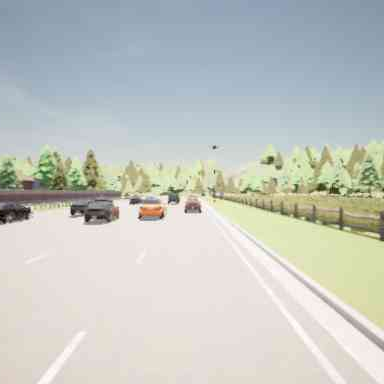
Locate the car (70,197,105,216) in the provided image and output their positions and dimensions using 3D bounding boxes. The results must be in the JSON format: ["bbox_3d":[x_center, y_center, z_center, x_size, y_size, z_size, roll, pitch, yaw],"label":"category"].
[{"bbox_3d":[-10.397,1.513,32.597,1.837,1.490,4.892,0,0,0],"label":"car"}]

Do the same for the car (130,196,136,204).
[{"bbox_3d":[-10.394,1.520,61.980,1.837,1.490,4.892,0,0,0],"label":"car"}]

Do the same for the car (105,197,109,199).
[{"bbox_3d":[-13.896,1.491,52.163,1.882,1.535,5.008,0,0,0],"label":"car"}]

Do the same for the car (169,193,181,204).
[{"bbox_3d":[-3.393,1.237,63.816,2.150,2.045,5.566,0,0,0],"label":"car"}]

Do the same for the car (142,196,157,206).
[{"bbox_3d":[-6.893,1.491,54.837,1.882,1.535,5.008,0,0,0],"label":"car"}]

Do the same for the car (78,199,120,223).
[{"bbox_3d":[-6.896,1.511,25.855,1.837,1.490,4.892,0,0,0],"label":"car"}]

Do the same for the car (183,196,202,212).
[{"bbox_3d":[0.103,1.535,38.729,1.812,1.442,4.674,0,0,0],"label":"car"}]

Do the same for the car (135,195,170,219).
[{"bbox_3d":[-3.398,1.359,29.497,2.097,1.767,4.553,0,0,0],"label":"car"}]

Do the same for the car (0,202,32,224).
[{"bbox_3d":[-13.896,1.484,24.978,1.882,1.535,5.008,0,0,0],"label":"car"}]
